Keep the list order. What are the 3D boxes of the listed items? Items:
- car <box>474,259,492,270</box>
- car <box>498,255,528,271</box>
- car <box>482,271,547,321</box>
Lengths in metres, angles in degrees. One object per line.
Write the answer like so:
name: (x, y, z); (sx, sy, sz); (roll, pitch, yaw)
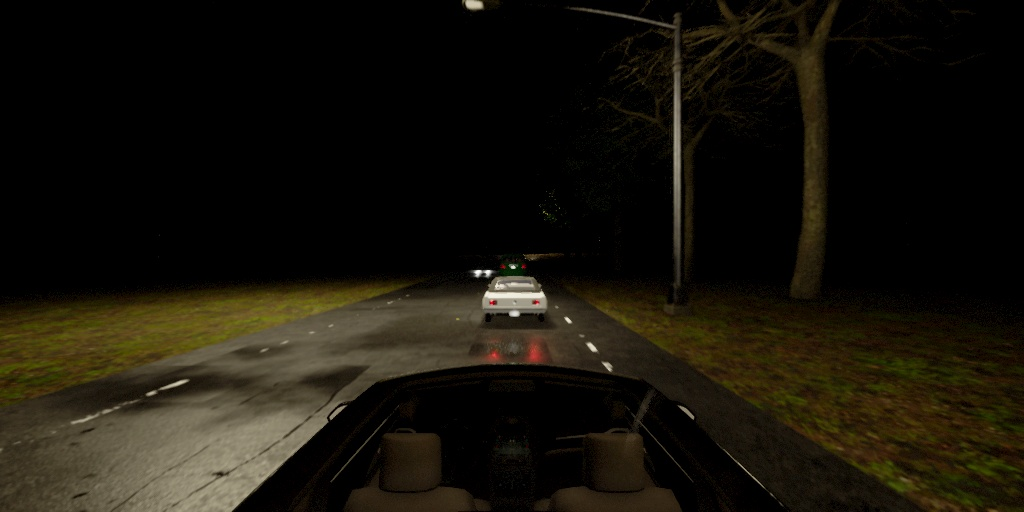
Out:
car: (-3.549, 1.057, 45.013); (1.994, 1.385, 4.181); (0, 1, 0)
car: (0.108, 0.897, 28.231); (2.150, 2.045, 5.566); (0, 0, 0)
car: (0.090, 1.360, 12.493); (1.895, 1.301, 4.718); (0, 0, 0)
